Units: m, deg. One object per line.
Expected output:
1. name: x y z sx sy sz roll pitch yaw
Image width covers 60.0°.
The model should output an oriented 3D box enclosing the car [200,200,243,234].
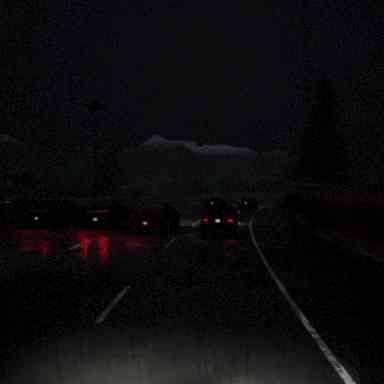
1. car: 1.593 1.380 18.153 2.033 1.411 5.357 0 1 9

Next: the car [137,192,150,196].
1. car: -10.674 0.784 78.333 2.033 1.411 5.357 0 1 29

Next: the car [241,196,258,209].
1. car: 6.660 1.209 39.346 1.994 1.385 4.181 0 1 18

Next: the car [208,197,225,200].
1. car: 2.834 1.206 38.813 1.994 1.385 4.181 0 1 17

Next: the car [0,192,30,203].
1. car: -19.551 1.086 37.540 1.882 1.535 5.008 0 0 15

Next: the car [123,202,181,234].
1. car: -1.888 1.302 18.257 1.882 1.535 5.008 0 1 8

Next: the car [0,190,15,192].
1. car: -22.908 0.812 38.654 2.150 2.045 5.566 0 1 15

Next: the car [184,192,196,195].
1. car: -0.276 0.768 75.322 2.033 1.411 5.357 0 1 29

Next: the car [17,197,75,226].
1. car: -8.474 1.274 21.334 2.128 1.511 4.902 0 1 9

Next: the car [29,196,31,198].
1. car: -15.834 1.212 38.027 1.895 1.301 4.718 0 1 15

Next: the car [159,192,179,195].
1. car: -4.658 0.803 74.729 2.128 1.511 4.902 0 1 27

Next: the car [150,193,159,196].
1. car: -7.044 0.728 77.617 1.882 1.535 5.008 0 1 29

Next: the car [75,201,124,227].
1. car: -5.003 1.285 20.914 2.128 1.511 4.902 0 1 9
